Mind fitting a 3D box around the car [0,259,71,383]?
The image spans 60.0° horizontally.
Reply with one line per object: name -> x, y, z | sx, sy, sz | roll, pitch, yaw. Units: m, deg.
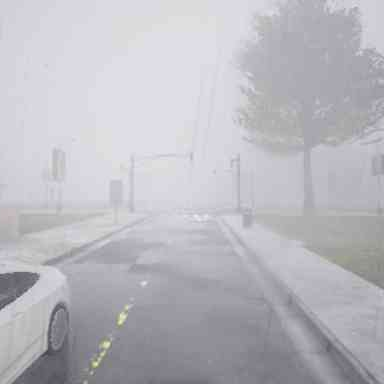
car -> -2.783, 1.541, 3.402 | 1.812, 1.442, 4.674 | 0, 0, 1
